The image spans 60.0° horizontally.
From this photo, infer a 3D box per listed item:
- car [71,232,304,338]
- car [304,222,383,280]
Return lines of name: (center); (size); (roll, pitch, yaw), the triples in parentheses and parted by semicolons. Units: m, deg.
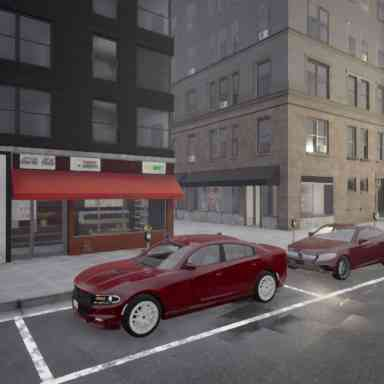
car: (-0.029, 1.545, 6.617); (4.507, 1.381, 1.887); (0, 0, -35)
car: (4.497, 1.577, 9.832); (4.206, 1.307, 1.802); (0, 0, -35)
